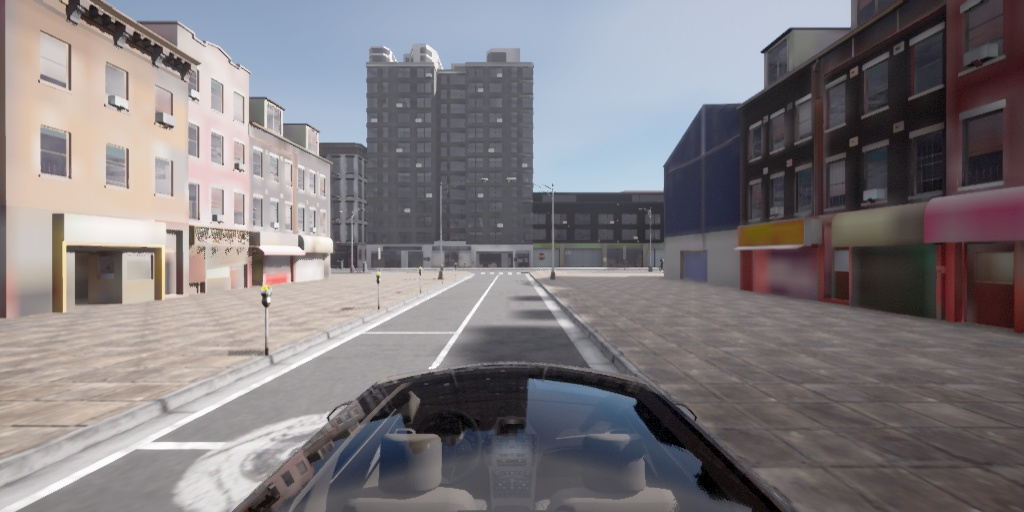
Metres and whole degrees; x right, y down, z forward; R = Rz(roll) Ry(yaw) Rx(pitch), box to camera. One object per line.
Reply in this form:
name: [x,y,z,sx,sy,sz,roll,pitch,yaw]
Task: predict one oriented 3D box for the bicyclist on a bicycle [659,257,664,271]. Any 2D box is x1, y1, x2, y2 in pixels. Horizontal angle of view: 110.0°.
bicyclist on a bicycle: [17.358,0.994,41.438,0.582,1.620,1.656,0,0,0]
